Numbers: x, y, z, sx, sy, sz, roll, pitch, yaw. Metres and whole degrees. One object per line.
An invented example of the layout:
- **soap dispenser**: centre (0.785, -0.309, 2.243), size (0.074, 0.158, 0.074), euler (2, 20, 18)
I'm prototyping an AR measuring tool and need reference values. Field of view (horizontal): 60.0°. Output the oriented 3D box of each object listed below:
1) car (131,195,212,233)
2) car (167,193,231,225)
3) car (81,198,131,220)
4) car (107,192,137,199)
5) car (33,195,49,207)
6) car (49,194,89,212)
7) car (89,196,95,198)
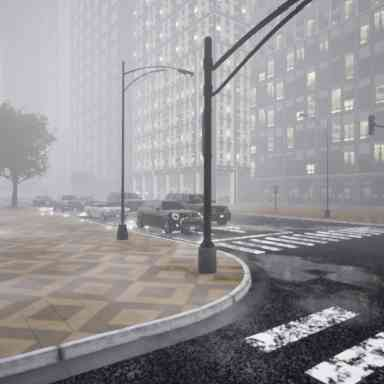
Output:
- **car**: centre (-1.304, 1.215, 18.621), size (2.097, 1.767, 4.553), euler (0, 0, -37)
- **car**: centre (0.135, 1.084, 22.131), size (2.150, 2.045, 5.566), euler (0, 0, -37)
- **car**: centre (-6.672, 1.392, 25.832), size (1.895, 1.301, 4.718), euler (0, 0, -37)
- **car**: centre (-6.042, 1.000, 30.446), size (2.150, 2.045, 5.566), euler (0, 0, -37)
- **car**: centre (-19.024, 1.105, 42.520), size (2.128, 1.511, 4.902), euler (0, 0, -36)
- **car**: centre (-12.543, 1.062, 33.741), size (2.097, 1.767, 4.553), euler (0, 0, -37)
- **car**: centre (-12.150, 1.183, 38.665), size (2.128, 1.511, 4.902), euler (0, 0, -37)
